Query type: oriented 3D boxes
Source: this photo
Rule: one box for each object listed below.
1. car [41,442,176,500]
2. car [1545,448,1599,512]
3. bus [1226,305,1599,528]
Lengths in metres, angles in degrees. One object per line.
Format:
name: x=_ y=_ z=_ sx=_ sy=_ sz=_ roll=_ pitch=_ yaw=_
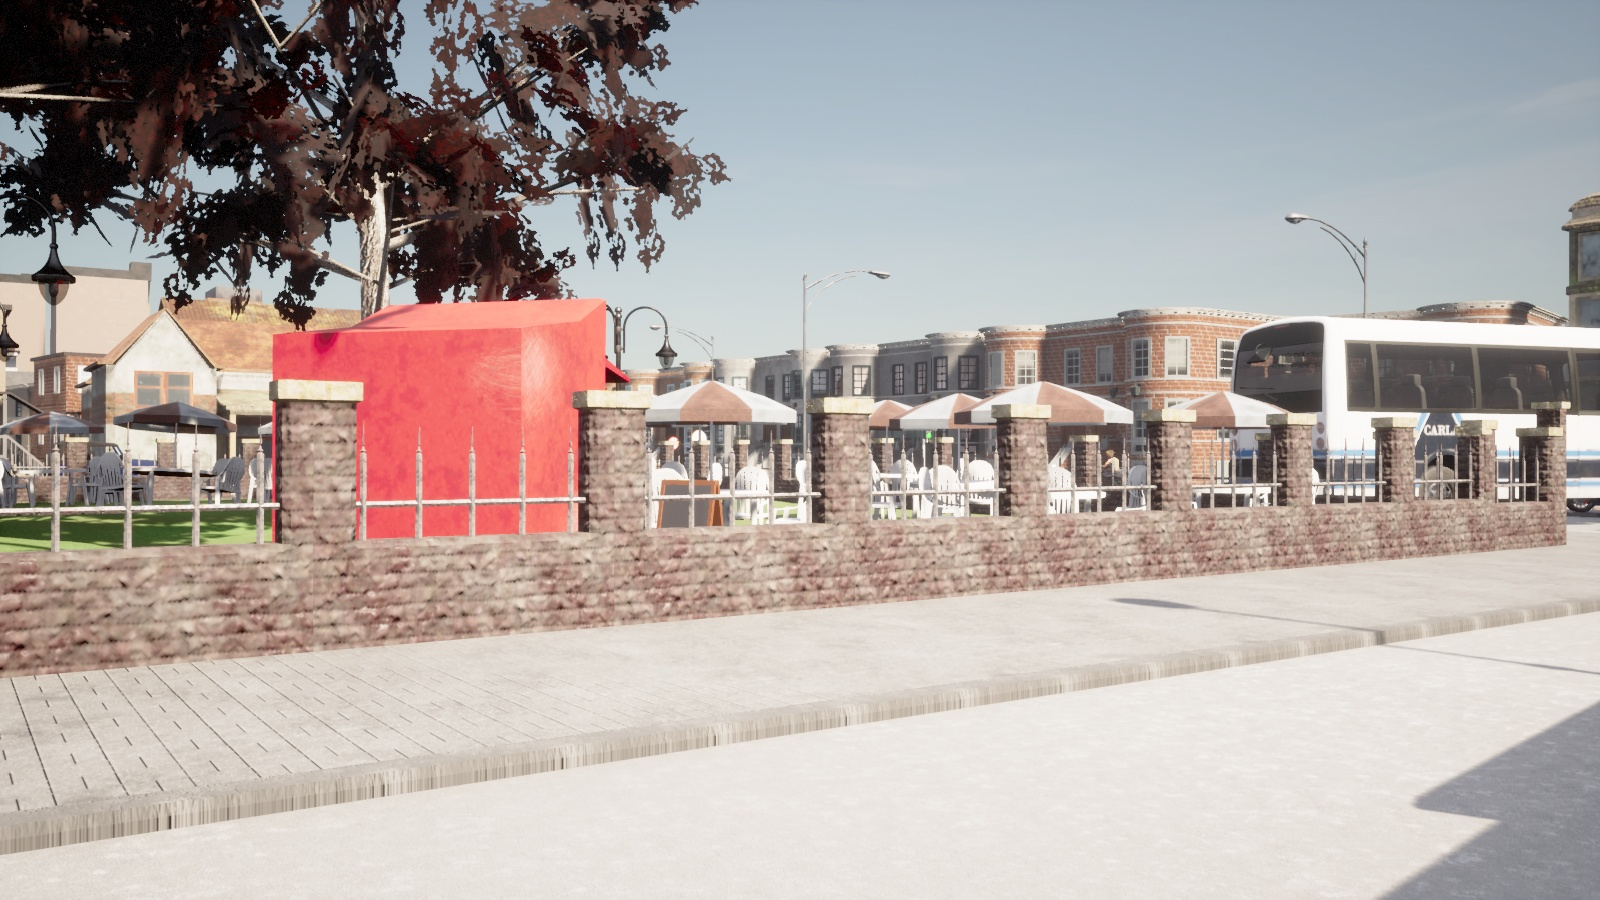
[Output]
car: x=-23.642 y=0.696 z=42.943 sx=3.866 sy=1.878 sz=1.905 roll=0 pitch=0 yaw=-35
car: x=20.061 y=0.732 z=29.020 sx=1.812 sy=1.442 sz=4.674 roll=-2 pitch=2 yaw=-24
bus: x=14.893 y=-0.632 z=27.348 sx=10.273 sy=4.253 sz=3.944 roll=0 pitch=0 yaw=-18
